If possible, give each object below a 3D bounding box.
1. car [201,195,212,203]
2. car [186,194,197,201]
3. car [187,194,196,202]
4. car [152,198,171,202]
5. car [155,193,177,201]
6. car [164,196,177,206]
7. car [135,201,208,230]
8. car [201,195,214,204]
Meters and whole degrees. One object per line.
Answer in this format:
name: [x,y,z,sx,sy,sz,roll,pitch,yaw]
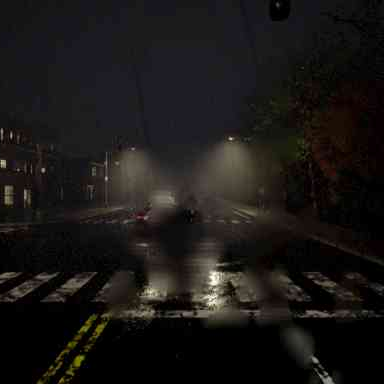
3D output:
car: [3.082,1.493,73.250,2.128,1.511,4.902,0,0,0]
car: [-0.147,1.480,62.699,1.837,1.490,4.892,0,0,0]
car: [-0.170,1.279,73.117,1.882,1.535,5.008,0,0,0]
car: [-3.414,1.553,32.750,1.994,1.385,4.181,0,0,0]
car: [-3.431,1.206,43.151,2.150,2.045,5.566,0,0,0]
car: [-3.448,1.484,53.619,1.837,1.490,4.892,0,0,0]
car: [-1.316,1.541,21.292,2.033,1.411,5.357,0,0,31]
car: [3.208,1.575,63.245,1.895,1.301,4.718,0,0,0]
